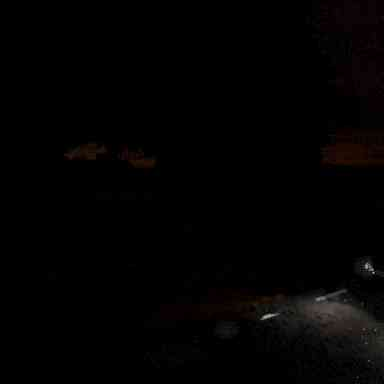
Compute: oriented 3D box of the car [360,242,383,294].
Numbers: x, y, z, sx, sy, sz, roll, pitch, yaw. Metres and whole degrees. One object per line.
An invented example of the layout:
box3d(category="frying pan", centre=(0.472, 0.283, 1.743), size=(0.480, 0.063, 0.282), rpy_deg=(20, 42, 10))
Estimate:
box3d(category="car", centre=(5.835, 1.656, 7.968), size=(4.674, 1.442, 1.812), rpy_deg=(2, 0, -39))
